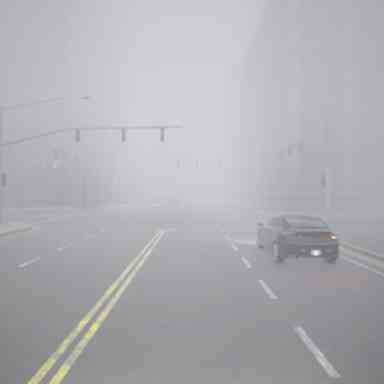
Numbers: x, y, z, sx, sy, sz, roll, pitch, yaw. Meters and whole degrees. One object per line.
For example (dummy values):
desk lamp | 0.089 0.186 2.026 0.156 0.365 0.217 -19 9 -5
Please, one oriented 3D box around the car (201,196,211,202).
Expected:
car | 3.521 1.680 80.898 2.128 1.511 4.902 0 0 0

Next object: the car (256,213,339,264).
car | 3.568 1.526 11.950 1.837 1.490 4.892 0 -1 0

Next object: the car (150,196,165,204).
car | -6.992 1.688 65.639 1.994 1.385 4.181 0 0 0

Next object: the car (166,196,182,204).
car | -3.495 1.606 65.696 1.882 1.535 5.008 0 0 0

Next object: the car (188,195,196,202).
car | 0.021 1.679 80.587 2.128 1.511 4.902 0 0 0

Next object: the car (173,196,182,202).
car | -3.479 1.693 81.208 2.033 1.411 5.357 0 0 0

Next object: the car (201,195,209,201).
car | 3.524 1.682 89.973 1.812 1.442 4.674 0 0 0
